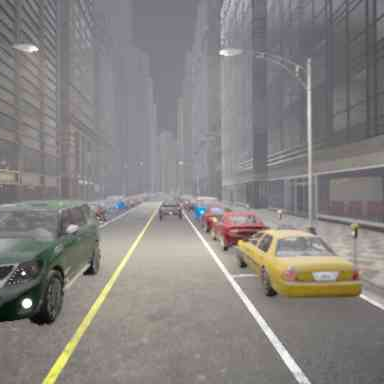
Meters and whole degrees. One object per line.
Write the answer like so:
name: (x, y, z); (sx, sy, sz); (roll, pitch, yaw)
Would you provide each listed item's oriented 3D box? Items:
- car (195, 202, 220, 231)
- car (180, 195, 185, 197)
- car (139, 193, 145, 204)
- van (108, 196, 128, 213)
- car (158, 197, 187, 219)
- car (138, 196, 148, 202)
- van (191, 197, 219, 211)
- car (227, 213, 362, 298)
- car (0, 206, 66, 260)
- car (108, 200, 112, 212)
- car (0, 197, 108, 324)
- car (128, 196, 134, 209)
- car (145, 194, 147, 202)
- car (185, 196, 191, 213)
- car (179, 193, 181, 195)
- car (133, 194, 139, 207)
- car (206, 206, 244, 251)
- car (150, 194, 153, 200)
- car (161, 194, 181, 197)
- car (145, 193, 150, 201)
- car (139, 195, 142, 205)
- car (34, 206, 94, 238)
car: (1.485, 1.487, 19.356); (1.887, 1.381, 4.507); (0, 0, -4)
car: (-0.094, 1.343, 41.709); (1.967, 1.590, 4.097); (0, 0, -4)
car: (-9.781, 1.381, 57.862); (1.967, 1.590, 4.097); (0, 0, -4)
van: (-8.203, 1.321, 35.511); (1.690, 1.788, 3.998); (0, 0, -4)
car: (-1.815, 1.438, 28.186); (2.128, 1.511, 4.902); (0, 0, -4)
car: (-10.965, 1.494, 74.626); (1.802, 1.307, 4.206); (0, 0, -4)
van: (1.090, 1.274, 24.944); (1.690, 1.788, 3.998); (0, 0, -4)
car: (2.263, 1.488, 8.350); (1.752, 1.417, 4.829); (0, 0, -4)
car: (-6.624, 1.460, 13.159); (1.967, 1.590, 4.097); (0, 0, -4)
car: (-7.413, 1.545, 24.336); (1.887, 1.381, 4.507); (0, 0, -4)
car: (-3.554, 1.231, 7.427); (2.150, 2.045, 5.566); (0, 0, -4)
car: (-8.597, 1.552, 41.099); (1.802, 1.307, 4.206); (0, 0, -4)
car: (-10.175, 1.497, 63.450); (1.947, 1.339, 4.313); (0, 0, -4)
car: (0.301, 1.457, 36.122); (1.887, 1.381, 4.507); (0, 0, -4)
car: (-1.278, 1.418, 58.474); (1.887, 1.381, 4.507); (0, 0, -4)
car: (-8.992, 1.400, 46.687); (1.967, 1.590, 4.097); (0, 0, -4)
car: (1.880, 1.497, 13.769); (1.887, 1.381, 4.507); (0, 0, -4)
car: (-11.361, 1.219, 80.213); (2.192, 1.841, 5.009); (0, 0, -4)
car: (-2.941, 1.408, 44.165); (2.128, 1.511, 4.902); (0, 0, -4)
car: (-10.571, 1.237, 69.038); (2.192, 1.841, 5.009); (0, 0, -4)
car: (-9.386, 1.516, 52.275); (1.947, 1.339, 4.313); (0, 0, -4)
car: (-7.018, 1.555, 18.747); (1.887, 1.381, 4.507); (0, 0, -4)
